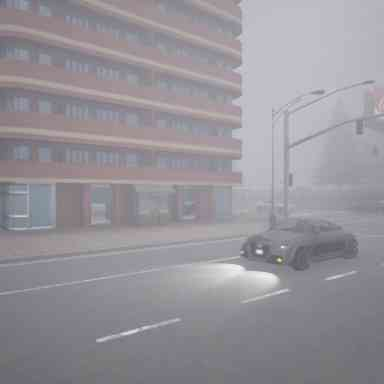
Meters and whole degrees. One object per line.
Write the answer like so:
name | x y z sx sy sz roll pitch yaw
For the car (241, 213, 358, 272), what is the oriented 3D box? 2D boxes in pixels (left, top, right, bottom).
car | 3.587 1.564 10.915 4.181 1.385 1.994 0 0 -36

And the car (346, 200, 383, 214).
car | 18.640 1.525 34.871 1.812 1.442 4.674 0 0 -37

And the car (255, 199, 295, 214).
car | 8.903 1.526 36.193 1.812 1.442 4.674 0 0 -36
